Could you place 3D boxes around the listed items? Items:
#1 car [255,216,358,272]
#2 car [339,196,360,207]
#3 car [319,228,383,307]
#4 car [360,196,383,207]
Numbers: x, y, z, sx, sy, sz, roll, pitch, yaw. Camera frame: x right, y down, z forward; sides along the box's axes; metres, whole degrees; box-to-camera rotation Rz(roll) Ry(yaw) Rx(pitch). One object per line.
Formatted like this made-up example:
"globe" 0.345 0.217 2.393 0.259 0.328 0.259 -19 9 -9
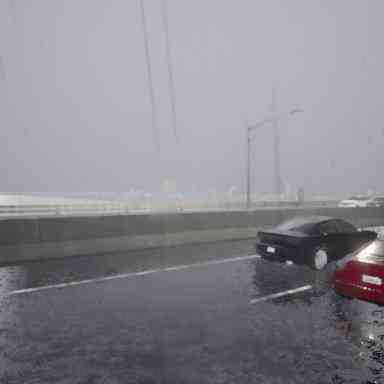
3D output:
"car" 4.342 1.540 11.139 5.008 1.535 1.882 0 0 -35
"car" 22.206 1.527 44.922 5.566 2.045 2.150 1 0 -34
"car" 5.001 1.616 7.335 4.181 1.385 1.994 0 0 -35
"car" 24.130 1.526 42.000 5.566 2.045 2.150 1 0 -34
